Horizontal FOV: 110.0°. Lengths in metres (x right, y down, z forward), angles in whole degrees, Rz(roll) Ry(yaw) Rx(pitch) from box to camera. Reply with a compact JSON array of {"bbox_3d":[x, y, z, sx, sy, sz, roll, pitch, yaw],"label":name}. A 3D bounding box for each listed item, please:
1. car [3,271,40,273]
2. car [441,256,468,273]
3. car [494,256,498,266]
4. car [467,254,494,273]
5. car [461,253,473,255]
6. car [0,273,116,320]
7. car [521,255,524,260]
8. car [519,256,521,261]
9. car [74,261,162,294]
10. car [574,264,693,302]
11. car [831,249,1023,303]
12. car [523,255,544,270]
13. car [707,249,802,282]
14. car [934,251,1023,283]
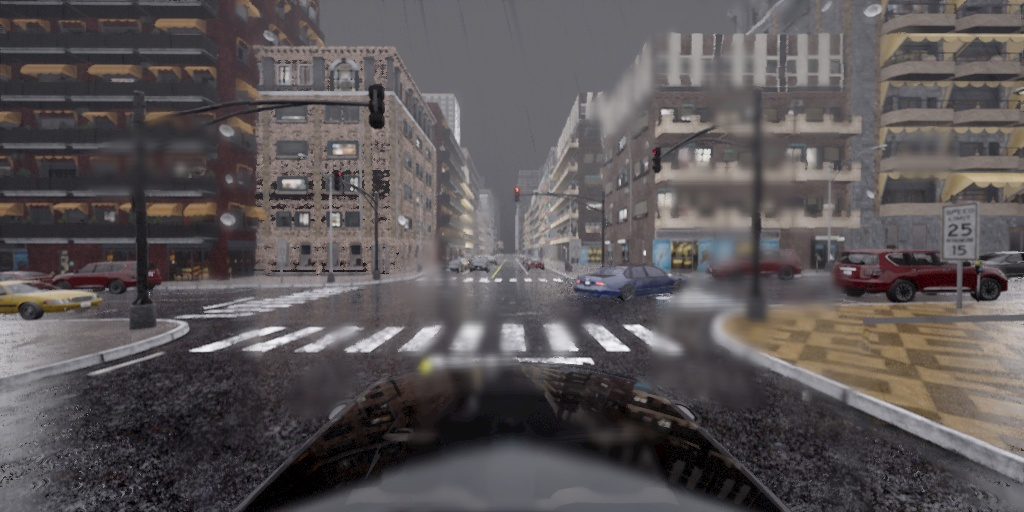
[{"bbox_3d":[-29.303,1.577,21.042,4.507,1.381,1.888,0,0,-1],"label":"car"},{"bbox_3d":[-5.762,0.943,35.165,1.948,1.339,4.313,0,0,0],"label":"car"},{"bbox_3d":[-3.189,0.651,53.905,1.882,1.535,5.008,0,1,0],"label":"car"},{"bbox_3d":[-3.172,0.871,36.157,1.837,1.490,4.892,0,1,0],"label":"car"},{"bbox_3d":[-5.786,0.568,46.530,2.192,1.841,5.009,0,0,0],"label":"car"},{"bbox_3d":[-17.654,1.460,12.819,4.829,1.417,1.751,0,0,-1],"label":"car"},{"bbox_3d":[2.594,0.692,46.549,1.967,1.591,4.097,0,0,0],"label":"car"},{"bbox_3d":[2.570,0.712,57.914,1.802,1.307,4.207,0,0,0],"label":"car"},{"bbox_3d":[-23.640,1.243,21.102,5.009,1.841,2.192,0,0,-1],"label":"car"},{"bbox_3d":[5.160,1.028,15.066,5.357,1.411,2.033,-2,1,-28],"label":"car"},{"bbox_3d":[14.685,0.645,13.164,5.009,1.841,2.192,0,0,-1],"label":"car"},{"bbox_3d":[2.606,0.754,40.867,1.967,1.591,4.097,0,0,0],"label":"car"},{"bbox_3d":[14.533,0.534,21.542,5.009,1.841,2.192,0,0,-1],"label":"car"},{"bbox_3d":[25.950,0.543,19.063,4.892,1.490,1.837,-1,1,-1],"label":"car"}]
